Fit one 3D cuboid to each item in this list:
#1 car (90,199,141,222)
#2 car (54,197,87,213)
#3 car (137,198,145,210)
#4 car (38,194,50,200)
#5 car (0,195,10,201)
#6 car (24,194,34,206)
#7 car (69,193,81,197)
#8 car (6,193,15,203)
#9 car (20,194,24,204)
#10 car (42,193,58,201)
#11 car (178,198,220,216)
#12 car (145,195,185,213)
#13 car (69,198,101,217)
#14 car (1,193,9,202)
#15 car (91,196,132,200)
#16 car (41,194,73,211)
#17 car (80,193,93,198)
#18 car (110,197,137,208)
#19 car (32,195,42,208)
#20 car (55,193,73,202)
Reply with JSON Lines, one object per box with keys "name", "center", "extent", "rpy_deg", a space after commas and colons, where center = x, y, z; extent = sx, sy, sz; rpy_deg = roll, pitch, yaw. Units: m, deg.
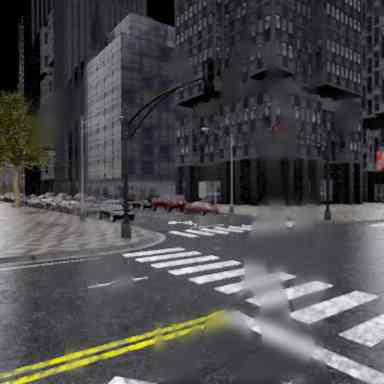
{"name": "car", "center": [-6.037, 1.504, 25.904], "extent": [1.947, 1.339, 4.313], "rpy_deg": [0, 0, -36]}
{"name": "car", "center": [-12.737, 1.483, 34.978], "extent": [1.802, 1.307, 4.206], "rpy_deg": [0, 0, -36]}
{"name": "car", "center": [-5.877, 1.415, 40.039], "extent": [1.947, 1.339, 4.313], "rpy_deg": [0, 0, -36]}
{"name": "car", "center": [-36.122, 1.275, 81.000], "extent": [1.752, 1.417, 4.829], "rpy_deg": [0, 0, -36]}
{"name": "car", "center": [-42.885, 1.383, 75.808], "extent": [1.802, 1.307, 4.206], "rpy_deg": [0, 0, -36]}
{"name": "car", "center": [-22.685, 1.384, 48.451], "extent": [1.752, 1.417, 4.829], "rpy_deg": [0, 0, -36]}
{"name": "car", "center": [-19.276, 1.110, 58.182], "extent": [2.192, 1.841, 5.009], "rpy_deg": [0, 0, -36]}
{"name": "car", "center": [-32.837, 1.373, 62.198], "extent": [1.887, 1.381, 4.507], "rpy_deg": [0, 0, -36]}
{"name": "car", "center": [-26.137, 1.413, 53.125], "extent": [1.947, 1.339, 4.313], "rpy_deg": [0, 0, -36]}
{"name": "car", "center": [-32.673, 1.072, 76.328], "extent": [2.192, 1.841, 5.009], "rpy_deg": [0, 0, -36]}
{"name": "car", "center": [0.822, 1.468, 30.966], "extent": [1.802, 1.307, 4.206], "rpy_deg": [0, 0, -36]}
{"name": "car", "center": [-2.528, 1.181, 35.502], "extent": [2.192, 1.841, 5.009], "rpy_deg": [0, 0, -36]}
{"name": "car", "center": [-9.388, 1.484, 30.441], "extent": [1.947, 1.339, 4.313], "rpy_deg": [0, 0, -36]}
{"name": "car", "center": [-36.187, 1.133, 66.734], "extent": [2.192, 1.841, 5.009], "rpy_deg": [0, 0, -36]}
{"name": "car", "center": [-7.975, 1.445, 33.165], "extent": [2.033, 1.411, 5.357], "rpy_deg": [0, 0, -36]}
{"name": "car", "center": [-16.087, 1.325, 39.513], "extent": [1.967, 1.590, 4.097], "rpy_deg": [0, 0, -36]}
{"name": "car", "center": [-15.925, 1.351, 53.646], "extent": [1.887, 1.381, 4.507], "rpy_deg": [0, 0, -36]}
{"name": "car", "center": [-9.226, 1.399, 44.574], "extent": [1.947, 1.339, 4.313], "rpy_deg": [0, 0, -36]}
{"name": "car", "center": [-19.437, 1.453, 44.051], "extent": [1.802, 1.307, 4.206], "rpy_deg": [0, 0, -36]}
{"name": "car", "center": [-25.974, 1.091, 67.254], "extent": [2.192, 1.841, 5.009], "rpy_deg": [0, 0, -36]}
